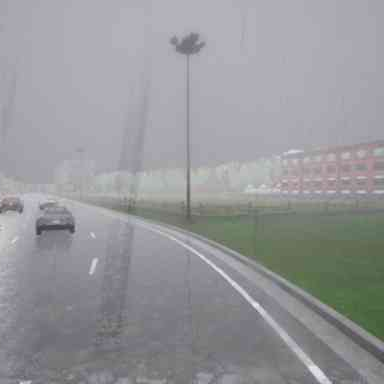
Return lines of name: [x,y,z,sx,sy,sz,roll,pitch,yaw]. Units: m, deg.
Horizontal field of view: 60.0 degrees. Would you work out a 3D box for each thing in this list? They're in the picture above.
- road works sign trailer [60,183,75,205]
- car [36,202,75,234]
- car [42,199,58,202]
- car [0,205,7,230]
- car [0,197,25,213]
road works sign trailer: [-21.202,0.336,56.537,2.380,3.560,2.880,0,0,-25]
car: [-7.912,1.522,19.228,1.994,1.385,4.181,0,0,-23]
car: [-15.651,1.450,36.388,1.812,1.442,4.674,0,0,-25]
car: [-9.959,1.529,14.813,2.033,1.411,5.357,0,0,-21]
car: [-19.144,1.292,35.555,2.097,1.767,4.553,0,0,-25]
